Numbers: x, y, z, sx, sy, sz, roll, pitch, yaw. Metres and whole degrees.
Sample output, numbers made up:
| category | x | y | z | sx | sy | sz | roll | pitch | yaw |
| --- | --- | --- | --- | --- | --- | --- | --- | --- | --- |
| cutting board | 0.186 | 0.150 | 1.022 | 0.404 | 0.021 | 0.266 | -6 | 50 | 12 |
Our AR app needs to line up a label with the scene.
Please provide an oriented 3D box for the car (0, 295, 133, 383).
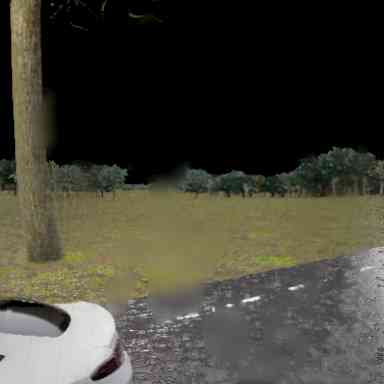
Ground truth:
| category | x | y | z | sx | sy | sz | roll | pitch | yaw |
| --- | --- | --- | --- | --- | --- | --- | --- | --- | --- |
| car | -2.670 | 1.526 | 2.090 | 4.674 | 1.442 | 1.812 | 0 | 0 | -36 |
